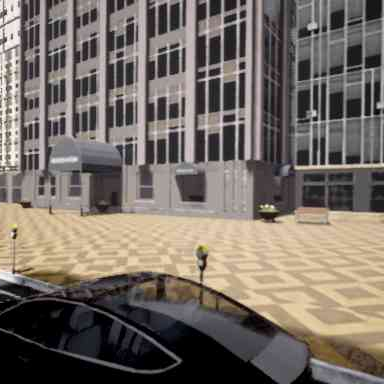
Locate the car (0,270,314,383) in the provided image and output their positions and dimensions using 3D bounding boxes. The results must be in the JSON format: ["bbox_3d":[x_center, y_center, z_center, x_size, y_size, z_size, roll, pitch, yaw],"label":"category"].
[{"bbox_3d":[-0.945,1.559,3.538,4.313,1.339,1.947,0,1,36],"label":"car"}]
